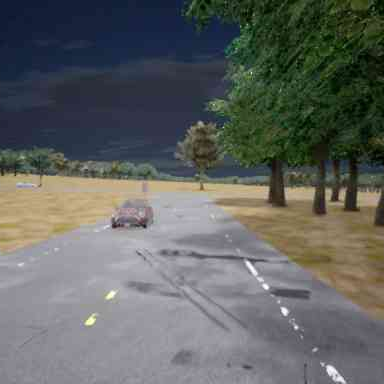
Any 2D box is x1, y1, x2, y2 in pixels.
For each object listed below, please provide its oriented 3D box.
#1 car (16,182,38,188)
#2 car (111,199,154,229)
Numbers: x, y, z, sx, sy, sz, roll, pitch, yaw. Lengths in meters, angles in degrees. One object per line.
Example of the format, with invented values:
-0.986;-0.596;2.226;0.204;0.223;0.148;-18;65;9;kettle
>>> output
-37.966;-1.601;76.606;4.674;1.442;1.812;2;2;1;car
-3.614;1.237;20.829;2.097;1.767;4.553;0;1;0;car
